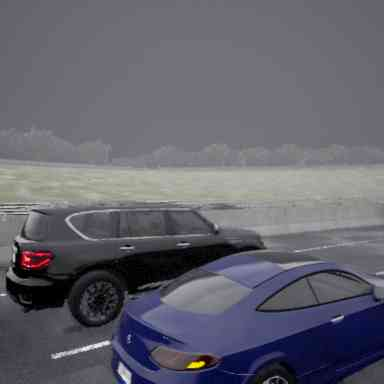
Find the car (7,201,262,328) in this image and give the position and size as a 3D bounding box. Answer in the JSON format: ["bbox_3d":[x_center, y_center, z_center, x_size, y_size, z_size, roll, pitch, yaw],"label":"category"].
[{"bbox_3d":[-0.827,1.219,7.197,5.566,2.045,2.150,0,0,-33],"label":"car"}]

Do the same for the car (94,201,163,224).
[{"bbox_3d":[-4.832,1.503,25.732,4.892,1.490,1.837,0,0,-33],"label":"car"}]

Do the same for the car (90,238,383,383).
[{"bbox_3d":[1.289,1.523,4.399,4.674,1.442,1.812,0,0,-33],"label":"car"}]

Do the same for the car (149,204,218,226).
[{"bbox_3d":[-0.588,1.600,24.327,4.718,1.301,1.895,0,0,-33],"label":"car"}]

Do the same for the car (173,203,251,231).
[{"bbox_3d":[1.337,1.504,21.405,4.892,1.490,1.837,0,0,-33],"label":"car"}]
